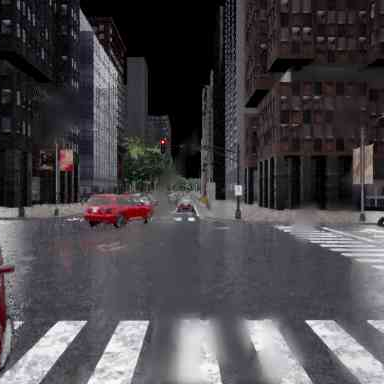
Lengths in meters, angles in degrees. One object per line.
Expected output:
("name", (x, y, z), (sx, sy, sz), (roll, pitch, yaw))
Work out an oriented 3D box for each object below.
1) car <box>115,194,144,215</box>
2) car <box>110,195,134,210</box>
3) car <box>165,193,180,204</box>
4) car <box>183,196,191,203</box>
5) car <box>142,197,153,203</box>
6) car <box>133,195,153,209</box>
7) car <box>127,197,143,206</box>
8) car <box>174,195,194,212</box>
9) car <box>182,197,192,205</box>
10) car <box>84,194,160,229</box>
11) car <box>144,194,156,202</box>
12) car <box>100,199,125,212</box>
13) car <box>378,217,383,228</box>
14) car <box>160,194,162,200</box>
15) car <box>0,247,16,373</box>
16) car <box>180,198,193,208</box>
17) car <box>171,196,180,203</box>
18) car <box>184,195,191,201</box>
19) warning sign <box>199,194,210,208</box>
("car", (-6.542, 1.223, 35.511), (2.150, 2.045, 5.566), (0, 0, -1))
("car", (-9.288, 1.335, 44.300), (2.192, 1.841, 5.009), (0, 0, -1))
("car", (-3.618, 1.563, 65.591), (2.128, 1.511, 4.902), (0, 0, 0))
("car", (-1.013, 1.613, 71.667), (1.752, 1.417, 4.829), (0, 0, -1))
("car", (-9.536, 1.669, 71.428), (1.802, 1.307, 4.206), (0, 0, -1))
("car", (-6.629, 1.375, 45.536), (2.097, 1.767, 4.553), (0, 0, 0))
("car", (-9.385, 1.570, 54.981), (1.752, 1.417, 4.829), (0, 0, -1))
("car", (-0.713, 1.448, 38.949), (1.967, 1.590, 4.097), (0, 0, -1))
("car", (-0.912, 1.603, 60.648), (1.887, 1.381, 4.507), (0, 0, -1))
("car", (-4.590, 1.176, 21.707), (2.150, 2.045, 5.566), (2, 0, 23))
("car", (-9.587, 1.417, 76.854), (2.192, 1.841, 5.009), (0, 0, -1))
("car", (-9.237, 1.574, 38.873), (1.947, 1.339, 4.313), (0, 0, -1))
("car", (14.094, 1.788, 20.933), (4.181, 1.385, 1.994), (1, 0, 0))
("car", (-6.712, 1.399, 55.738), (2.097, 1.767, 4.553), (0, 0, 0))
("car", (-3.944, 1.476, 5.150), (1.882, 1.535, 5.008), (2, -1, -30))
("car", (-0.812, 1.615, 49.798), (1.802, 1.307, 4.206), (0, 0, -1))
("car", (-3.807, 1.694, 75.780), (1.895, 1.301, 4.718), (0, 0, -1))
("car", (-1.162, 1.574, 87.772), (1.967, 1.590, 4.097), (0, 0, -1))
("warning sign", (1.565, 1.132, 42.641), (1.300, 1.860, 1.060), (0, 0, -1))
